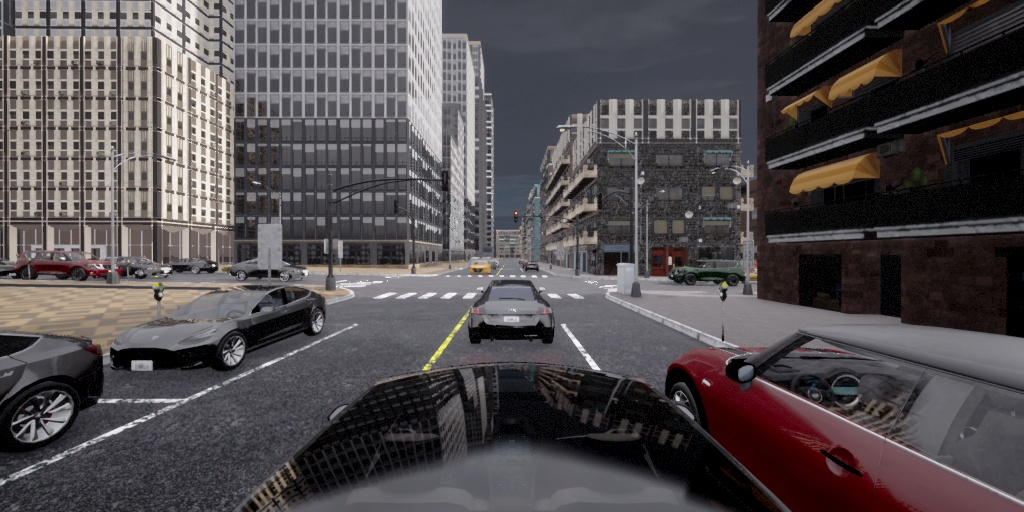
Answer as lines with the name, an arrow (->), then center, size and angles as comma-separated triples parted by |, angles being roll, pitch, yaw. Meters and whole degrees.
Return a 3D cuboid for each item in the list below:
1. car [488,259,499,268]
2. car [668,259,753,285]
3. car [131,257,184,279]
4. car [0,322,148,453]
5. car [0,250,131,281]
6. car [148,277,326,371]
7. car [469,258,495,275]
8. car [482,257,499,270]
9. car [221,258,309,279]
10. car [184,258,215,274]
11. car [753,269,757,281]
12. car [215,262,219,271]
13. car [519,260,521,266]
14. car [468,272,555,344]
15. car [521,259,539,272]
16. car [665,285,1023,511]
car -> -3.231, 1.284, 63.313 | 1.812, 1.442, 4.674 | 0, 0, 0
car -> 15.509, 1.290, 28.602 | 5.566, 2.045, 2.150 | 1, 0, -1
car -> -26.364, 0.780, 24.816 | 4.902, 1.511, 2.128 | 1, 0, -1
car -> -5.688, 1.316, 2.455 | 1.948, 1.339, 4.313 | 0, 0, 0
car -> -27.440, 0.590, 22.208 | 5.009, 1.841, 2.192 | 0, 0, -1
car -> -5.703, 1.315, 7.701 | 1.948, 1.339, 4.313 | 0, 0, 0
car -> -3.359, 1.229, 38.939 | 1.882, 1.535, 5.008 | 0, 0, 3
car -> -3.235, 1.248, 52.015 | 2.128, 1.511, 4.902 | 0, 0, 0
car -> -16.791, 0.959, 24.954 | 4.902, 1.511, 2.128 | 1, 0, -1
car -> -27.566, 0.815, 30.589 | 4.313, 1.339, 1.948 | 0, 0, -1
car -> 21.286, 1.698, 31.278 | 4.829, 1.417, 1.751 | 0, 0, -1
car -> -22.122, 0.880, 30.753 | 4.829, 1.417, 1.751 | 0, 0, -1
car -> 2.538, 1.301, 57.336 | 1.888, 1.381, 4.507 | 0, 0, 0
car -> -0.017, 1.314, 9.634 | 1.994, 1.385, 4.181 | 0, 0, 0
car -> 2.566, 1.319, 47.369 | 1.948, 1.339, 4.313 | 0, 0, 0
car -> 2.692, 1.190, 2.479 | 1.967, 1.591, 4.097 | 0, 0, 0
